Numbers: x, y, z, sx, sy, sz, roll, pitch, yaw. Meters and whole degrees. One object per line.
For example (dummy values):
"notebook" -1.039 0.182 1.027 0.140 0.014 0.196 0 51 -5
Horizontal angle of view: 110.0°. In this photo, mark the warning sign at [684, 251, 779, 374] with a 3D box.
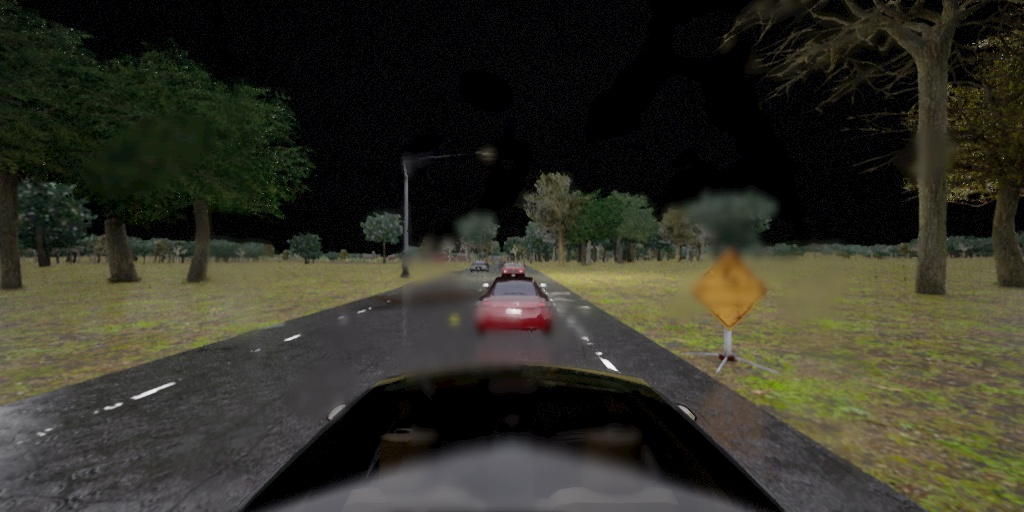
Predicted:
"warning sign" 3.552 0.843 5.913 1.300 1.860 1.060 0 0 0

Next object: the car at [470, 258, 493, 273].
"car" -3.575 1.187 40.376 1.994 1.385 4.181 0 0 0

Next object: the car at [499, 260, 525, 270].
"car" 0.106 1.227 30.233 1.895 1.301 4.718 0 0 0

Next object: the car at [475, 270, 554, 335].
"car" 0.079 1.269 10.388 1.994 1.385 4.181 0 0 0
